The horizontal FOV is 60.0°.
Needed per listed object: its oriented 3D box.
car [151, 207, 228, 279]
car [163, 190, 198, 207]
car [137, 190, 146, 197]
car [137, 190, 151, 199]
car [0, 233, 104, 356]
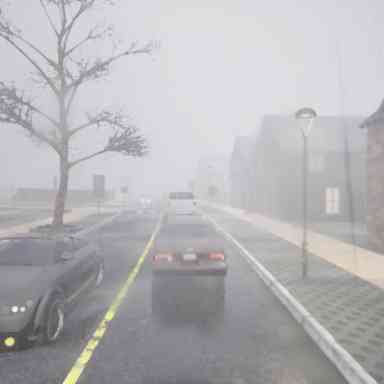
[{"bbox_3d":[-0.114,1.401,9.623,2.033,1.411,5.357,0,1,-2],"label":"car"},{"bbox_3d":[-0.819,0.868,23.391,2.150,2.045,5.566,0,1,-4],"label":"car"},{"bbox_3d":[-12.093,0.280,79.180,1.837,1.490,4.892,0,1,-13],"label":"car"},{"bbox_3d":[-8.973,0.517,64.313,2.128,1.511,4.902,0,1,-10],"label":"car"},{"bbox_3d":[-2.963,1.472,5.981,1.994,1.385,4.181,0,1,-1],"label":"car"}]
